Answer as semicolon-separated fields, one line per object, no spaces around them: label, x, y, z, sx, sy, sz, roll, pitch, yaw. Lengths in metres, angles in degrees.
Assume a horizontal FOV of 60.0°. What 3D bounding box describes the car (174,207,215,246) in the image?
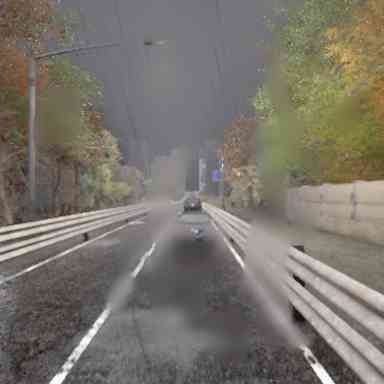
car;0.107;1.661;15.903;2.033;1.411;5.357;0;-1;0

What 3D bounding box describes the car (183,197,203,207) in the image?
car;0.114;1.697;40.964;2.150;2.045;5.566;0;-1;0
